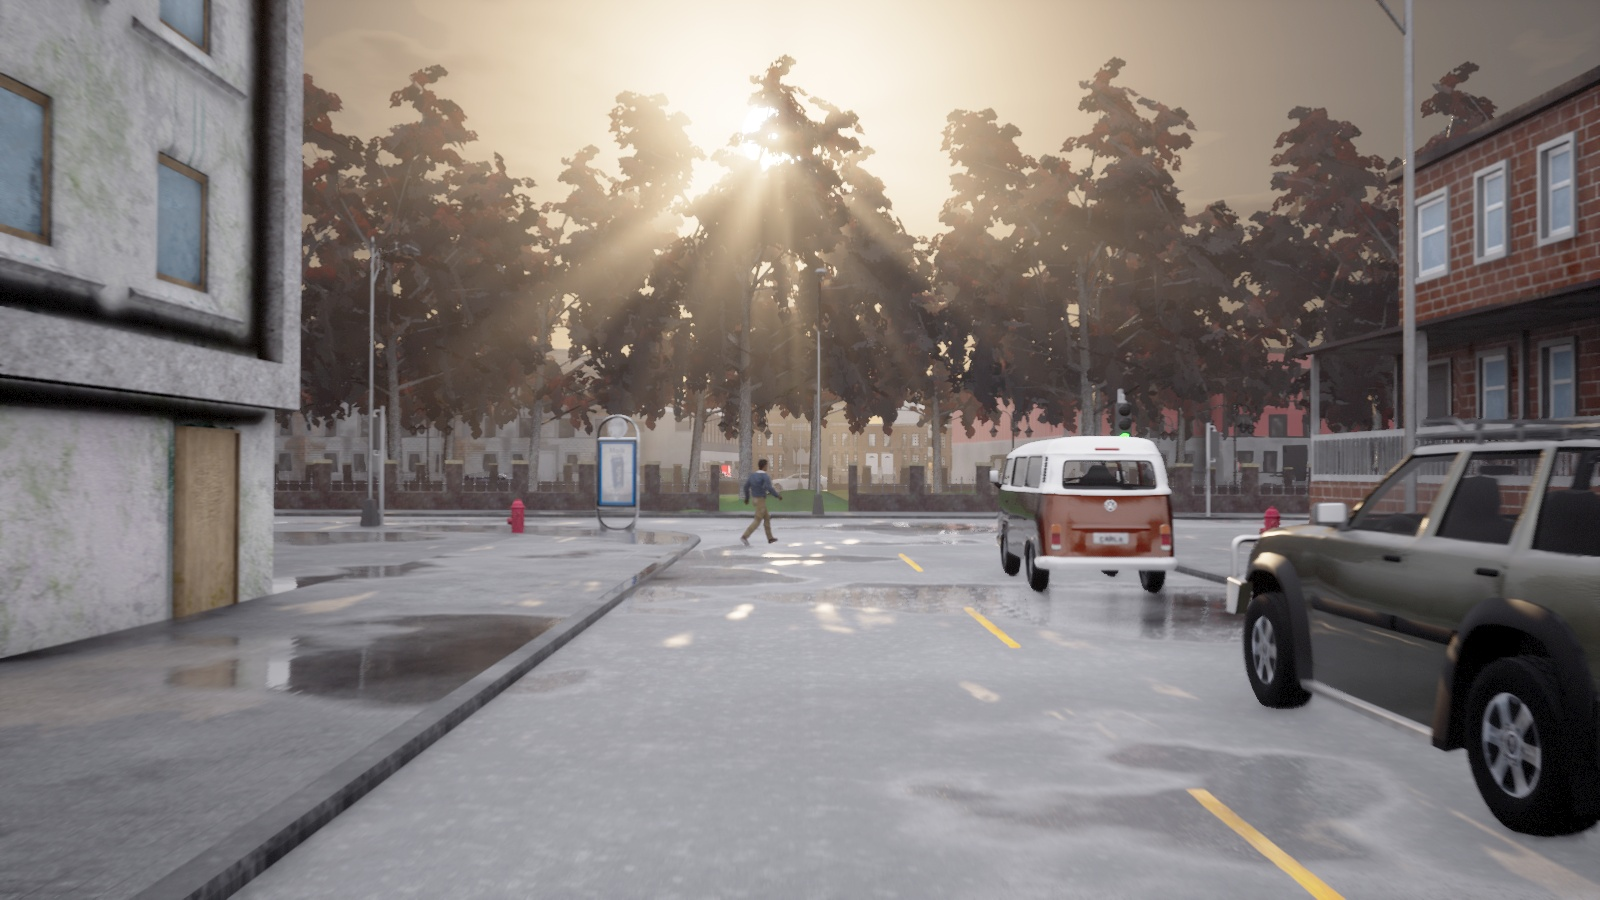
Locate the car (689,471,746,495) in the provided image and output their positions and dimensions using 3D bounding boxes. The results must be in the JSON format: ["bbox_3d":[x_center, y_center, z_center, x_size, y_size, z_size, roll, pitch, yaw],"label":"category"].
[{"bbox_3d":[-5.539,2.235,84.815,3.705,1.549,1.789,0,-1,0],"label":"car"}]

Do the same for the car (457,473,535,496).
[{"bbox_3d":[-20.491,2.315,84.750,4.792,1.488,2.163,0,-1,0],"label":"car"}]

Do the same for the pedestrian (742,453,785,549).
[{"bbox_3d":[-0.754,1.045,26.006,0.788,1.949,0.423,0,-1,-37],"label":"pedestrian"}]

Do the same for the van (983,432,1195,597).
[{"bbox_3d":[3.910,0.824,17.838,2.069,2.038,4.480,0,-1,1],"label":"van"}]

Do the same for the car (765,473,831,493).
[{"bbox_3d":[-0.144,2.328,88.832,4.674,1.442,1.812,0,-1,0],"label":"car"}]

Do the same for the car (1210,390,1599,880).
[{"bbox_3d":[3.983,0.731,6.890,1.932,1.855,4.605,0,-1,0],"label":"car"}]
